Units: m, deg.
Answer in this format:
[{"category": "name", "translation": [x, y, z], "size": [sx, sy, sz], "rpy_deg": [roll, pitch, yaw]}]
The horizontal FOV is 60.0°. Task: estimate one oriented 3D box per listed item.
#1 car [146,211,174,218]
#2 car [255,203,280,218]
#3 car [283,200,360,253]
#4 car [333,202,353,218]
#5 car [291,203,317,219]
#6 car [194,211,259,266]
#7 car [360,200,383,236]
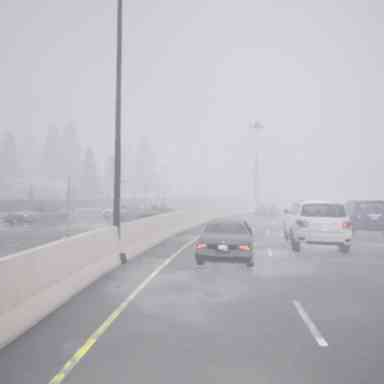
[{"category": "car", "translation": [-2.803, 1.676, 25.885], "size": [1.994, 1.385, 4.181], "rpy_deg": [1, 0, 17]}, {"category": "car", "translation": [7.818, 1.856, 34.363], "size": [2.033, 1.411, 5.357], "rpy_deg": [1, 0, 23]}, {"category": "car", "translation": [5.380, 1.382, 14.785], "size": [2.150, 2.045, 5.566], "rpy_deg": [1, 0, 11]}, {"category": "car", "translation": [16.941, 1.956, 37.188], "size": [1.837, 1.490, 4.892], "rpy_deg": [0, 0, 27]}, {"category": "car", "translation": [11.714, 1.910, 34.550], "size": [2.033, 1.411, 5.357], "rpy_deg": [1, 0, 25]}, {"category": "car", "translation": [1.276, 1.635, 11.917], "size": [2.033, 1.411, 5.357], "rpy_deg": [1, 0, 9]}, {"category": "car", "translation": [10.145, 1.477, 19.799], "size": [2.150, 2.045, 5.566], "rpy_deg": [1, 0, 15]}]
